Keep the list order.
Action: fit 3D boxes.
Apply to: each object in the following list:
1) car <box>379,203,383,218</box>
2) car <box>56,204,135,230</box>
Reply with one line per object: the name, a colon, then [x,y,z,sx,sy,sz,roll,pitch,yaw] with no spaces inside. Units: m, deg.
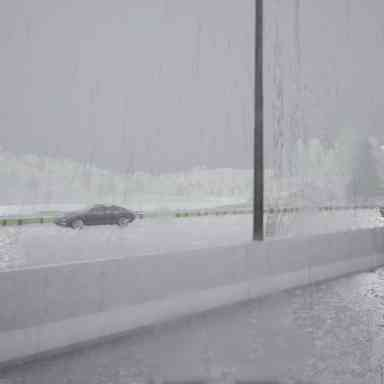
car: [19.268,1.683,30.615,4.181,1.385,1.994,0,0,-35]
car: [-6.044,1.530,21.177,4.892,1.490,1.837,0,0,-35]
